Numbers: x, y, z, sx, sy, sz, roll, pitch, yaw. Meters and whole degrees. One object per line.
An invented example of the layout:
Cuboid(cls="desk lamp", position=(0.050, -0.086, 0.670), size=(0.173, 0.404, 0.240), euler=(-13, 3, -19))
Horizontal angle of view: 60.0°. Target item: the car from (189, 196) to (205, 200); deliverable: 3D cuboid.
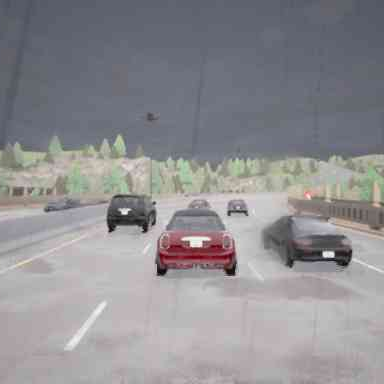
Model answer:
Cuboid(cls="car", position=(0.720, 1.382, 30.862), size=(2.033, 1.411, 5.357), euler=(0, 0, 6))

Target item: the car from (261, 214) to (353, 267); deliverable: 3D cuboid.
Cuboid(cls="car", position=(3.604, 1.470, 11.077), size=(1.812, 1.442, 4.674), euler=(0, 0, 0))

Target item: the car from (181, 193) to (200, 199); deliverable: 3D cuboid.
Cuboid(cls="car", position=(-0.209, 0.939, 79.191), size=(2.033, 1.411, 5.357), euler=(0, 0, 31))

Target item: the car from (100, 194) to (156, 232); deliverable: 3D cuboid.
Cuboid(cls="car", position=(-3.377, 1.124, 19.403), size=(2.150, 2.045, 5.566), euler=(0, 0, 0))

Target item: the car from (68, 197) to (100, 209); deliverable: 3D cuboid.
Cuboid(cls="car", position=(-9.781, 1.384, 32.981), size=(2.033, 1.411, 5.357), euler=(0, 0, 7))

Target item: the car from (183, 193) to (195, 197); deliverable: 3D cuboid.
Cuboid(cls="car", position=(-0.476, 1.148, 72.014), size=(1.994, 1.385, 4.181), euler=(0, 0, 28))

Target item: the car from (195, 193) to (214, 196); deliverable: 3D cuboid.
Cuboid(cls="car", position=(3.157, 1.062, 71.318), size=(1.882, 1.535, 5.008), euler=(0, 0, 28))

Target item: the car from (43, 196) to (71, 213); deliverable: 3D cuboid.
Cuboid(cls="car", position=(-13.140, 1.402, 33.614), size=(1.994, 1.385, 4.181), euler=(0, 0, 7))

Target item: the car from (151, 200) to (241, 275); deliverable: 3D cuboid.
Cuboid(cls="car", position=(0.104, 1.299, 10.435), size=(2.097, 1.767, 4.553), euler=(0, 0, 0))

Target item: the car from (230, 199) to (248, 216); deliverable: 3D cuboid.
Cuboid(cls="car", position=(4.230, 1.378, 30.814), size=(2.033, 1.411, 5.357), euler=(0, 0, 7))

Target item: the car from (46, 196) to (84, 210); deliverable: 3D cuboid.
Cuboid(cls="car", position=(-15.533, 1.302, 40.975), size=(2.128, 1.511, 4.902), euler=(0, 0, 11))
